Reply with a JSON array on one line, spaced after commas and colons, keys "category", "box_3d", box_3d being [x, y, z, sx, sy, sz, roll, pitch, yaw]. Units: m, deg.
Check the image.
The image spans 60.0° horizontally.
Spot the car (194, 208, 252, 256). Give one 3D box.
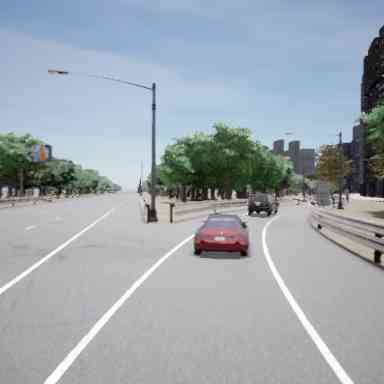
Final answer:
[{"category": "car", "box_3d": [1.287, 1.577, 13.393, 1.994, 1.385, 4.181, 0, 0, 10]}]

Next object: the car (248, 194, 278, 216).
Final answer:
[{"category": "car", "box_3d": [7.170, 1.259, 33.240, 2.150, 2.045, 5.566, 0, 0, 24]}]
